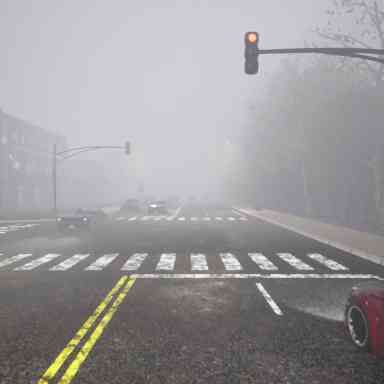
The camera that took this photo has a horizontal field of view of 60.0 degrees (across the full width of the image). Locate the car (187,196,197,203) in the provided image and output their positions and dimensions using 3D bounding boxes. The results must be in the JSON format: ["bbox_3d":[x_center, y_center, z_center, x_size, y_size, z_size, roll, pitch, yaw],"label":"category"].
[{"bbox_3d":[-0.021,1.452,66.960,1.882,1.535,5.008,0,0,0],"label":"car"}]

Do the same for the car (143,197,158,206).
[{"bbox_3d":[-6.692,1.506,53.564,1.812,1.442,4.674,0,0,0],"label":"car"}]

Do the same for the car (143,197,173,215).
[{"bbox_3d":[-3.414,1.537,34.425,2.033,1.411,5.357,0,0,0],"label":"car"}]

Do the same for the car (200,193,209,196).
[{"bbox_3d":[3.113,1.194,76.267,2.150,2.045,5.566,0,0,0],"label":"car"}]

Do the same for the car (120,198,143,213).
[{"bbox_3d":[-6.669,1.466,37.073,1.882,1.535,5.008,0,0,0],"label":"car"}]

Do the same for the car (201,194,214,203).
[{"bbox_3d":[3.226,1.576,66.084,1.895,1.301,4.718,0,0,0],"label":"car"}]

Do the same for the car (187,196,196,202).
[{"bbox_3d":[-0.140,1.564,77.243,1.895,1.301,4.718,0,0,0],"label":"car"}]

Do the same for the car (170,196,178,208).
[{"bbox_3d":[-3.428,1.476,45.066,2.128,1.511,4.902,0,0,0],"label":"car"}]

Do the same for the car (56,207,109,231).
[{"bbox_3d":[-6.637,1.596,20.579,1.895,1.301,4.718,0,0,0],"label":"car"}]

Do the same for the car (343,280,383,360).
[{"bbox_3d":[3.346,1.563,3.502,1.994,1.385,4.181,0,0,0],"label":"car"}]
